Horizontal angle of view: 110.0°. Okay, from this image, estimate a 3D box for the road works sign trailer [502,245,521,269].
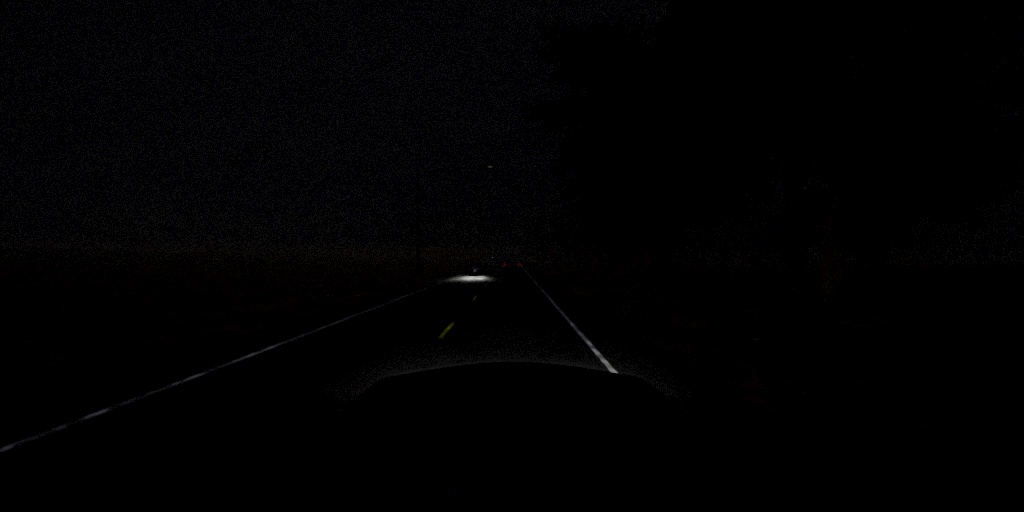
[{"bbox_3d":[0.022,0.094,53.408,2.380,3.560,2.880,0,0,1],"label":"road works sign trailer"}]

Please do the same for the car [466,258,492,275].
[{"bbox_3d":[-3.582,1.181,37.248,2.128,1.511,4.902,0,0,0],"label":"car"}]
